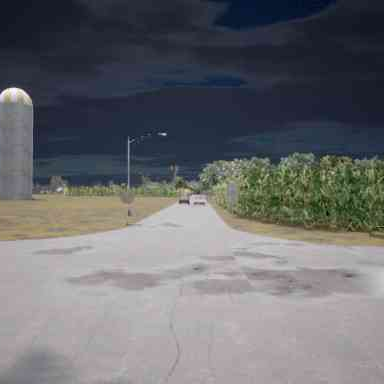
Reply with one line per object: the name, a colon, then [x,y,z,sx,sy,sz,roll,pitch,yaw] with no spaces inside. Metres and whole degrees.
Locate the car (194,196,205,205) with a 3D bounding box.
car: [1.239,1.582,57.741,1.895,1.301,4.718,0,0,1]

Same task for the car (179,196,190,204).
car: [-1.425,1.456,61.939,1.882,1.535,5.008,0,0,1]

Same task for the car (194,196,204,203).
car: [1.445,1.520,67.714,2.033,1.411,5.357,0,0,1]
